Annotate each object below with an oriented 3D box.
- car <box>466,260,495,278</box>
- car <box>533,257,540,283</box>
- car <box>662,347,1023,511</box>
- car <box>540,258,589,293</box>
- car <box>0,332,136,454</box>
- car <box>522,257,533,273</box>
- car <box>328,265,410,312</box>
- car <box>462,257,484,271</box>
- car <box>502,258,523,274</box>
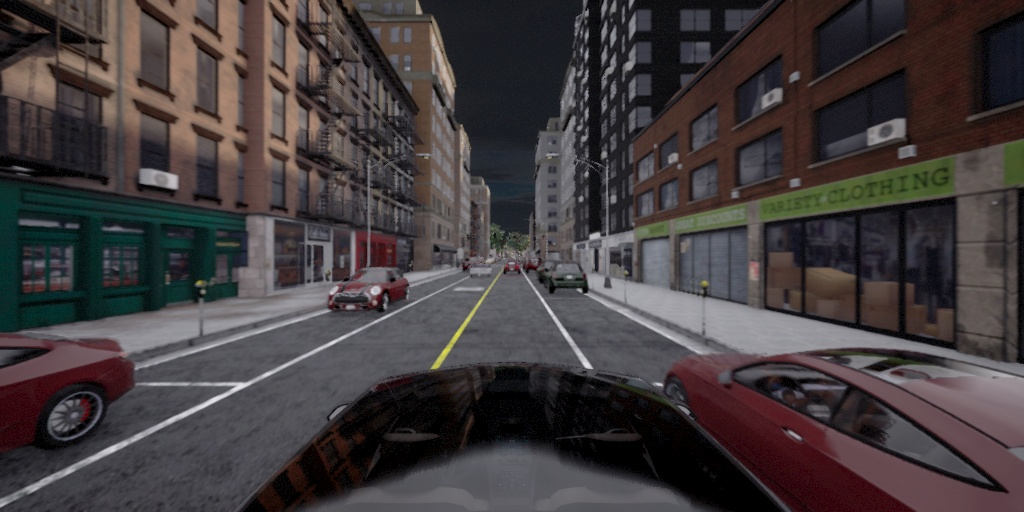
[{"bbox_3d":[-2.857,1.346,33.620,1.895,1.301,4.718,0,0,0],"label":"car"},{"bbox_3d":[2.978,1.100,27.692,2.097,1.767,4.553,0,0,0],"label":"car"},{"bbox_3d":[2.637,1.332,2.619,1.802,1.307,4.207,0,0,0],"label":"car"},{"bbox_3d":[2.981,1.101,20.692,2.097,1.767,4.553,0,0,0],"label":"car"},{"bbox_3d":[-5.392,1.332,2.623,1.802,1.307,4.207,0,0,0],"label":"car"},{"bbox_3d":[2.622,1.058,42.372,2.192,1.841,5.009,0,0,0],"label":"car"},{"bbox_3d":[-5.398,1.188,13.980,1.967,1.591,4.097,0,0,0],"label":"car"},{"bbox_3d":[-5.416,1.056,48.050,2.192,1.841,5.009,0,0,0],"label":"car"},{"bbox_3d":[0.022,1.270,40.944,1.812,1.442,4.674,0,0,1],"label":"car"}]
